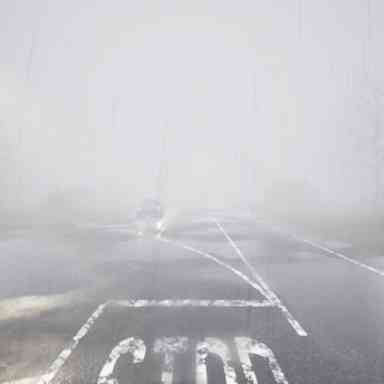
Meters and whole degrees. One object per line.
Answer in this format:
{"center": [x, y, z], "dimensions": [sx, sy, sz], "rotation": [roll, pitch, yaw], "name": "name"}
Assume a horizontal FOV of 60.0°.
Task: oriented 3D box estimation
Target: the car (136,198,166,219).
{"center": [-3.434, 1.341, 28.573], "dimensions": [2.097, 1.767, 4.553], "rotation": [0, 0, 0], "name": "car"}
